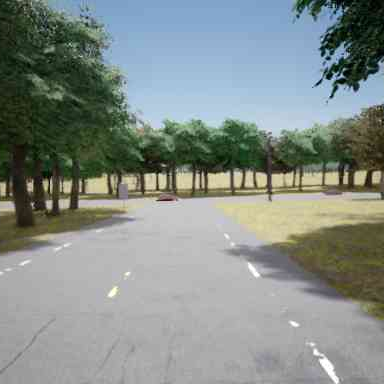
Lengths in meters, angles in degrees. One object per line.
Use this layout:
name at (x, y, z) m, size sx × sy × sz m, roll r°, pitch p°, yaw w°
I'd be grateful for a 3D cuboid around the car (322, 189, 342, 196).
car at (32.564, 0.039, 77.320) m, size 4.181 × 1.385 × 1.994 m, roll -2°, pitch 3°, yaw 0°

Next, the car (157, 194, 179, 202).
car at (-5.007, 1.308, 70.234) m, size 4.553 × 1.767 × 2.097 m, roll -2°, pitch 3°, yaw -1°
